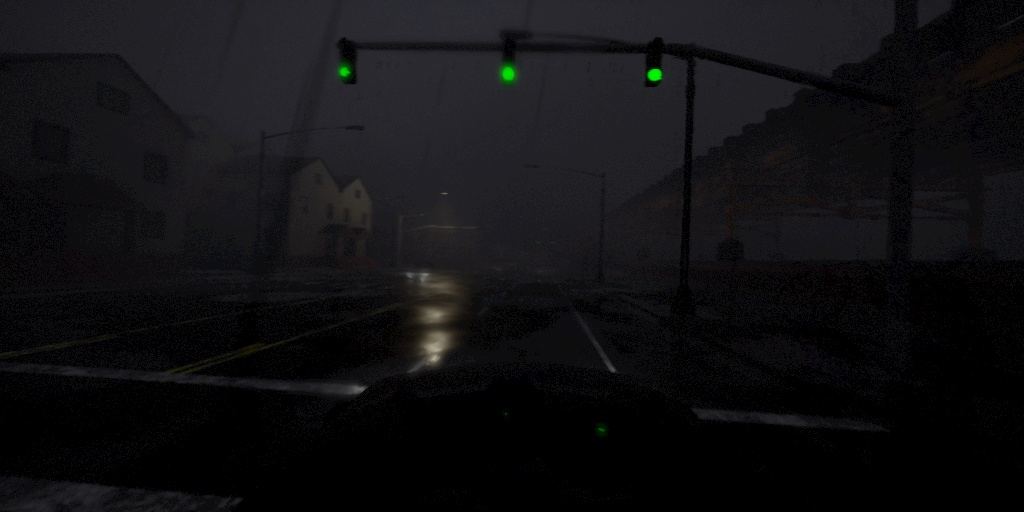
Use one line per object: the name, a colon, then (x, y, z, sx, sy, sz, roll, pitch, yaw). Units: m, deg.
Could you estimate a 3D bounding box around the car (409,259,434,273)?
car: (-10.781, 1.130, 43.565, 1.812, 1.442, 4.674, 2, -1, 5)
